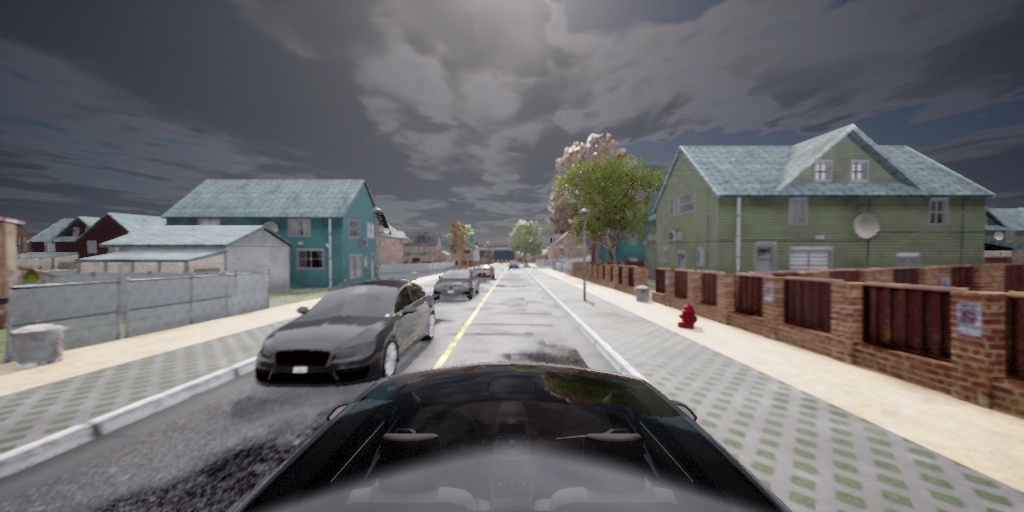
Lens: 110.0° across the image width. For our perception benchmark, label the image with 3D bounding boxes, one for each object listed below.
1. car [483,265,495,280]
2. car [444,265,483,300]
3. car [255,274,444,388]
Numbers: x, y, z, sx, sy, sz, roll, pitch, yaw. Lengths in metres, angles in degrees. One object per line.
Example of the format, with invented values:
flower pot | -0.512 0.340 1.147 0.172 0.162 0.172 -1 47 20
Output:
car | -2.610 1.493 33.615 1.994 1.385 4.181 0 0 1
car | -2.760 1.361 18.626 1.812 1.442 4.674 0 0 1
car | -2.828 1.278 7.224 1.837 1.490 4.892 0 0 0
